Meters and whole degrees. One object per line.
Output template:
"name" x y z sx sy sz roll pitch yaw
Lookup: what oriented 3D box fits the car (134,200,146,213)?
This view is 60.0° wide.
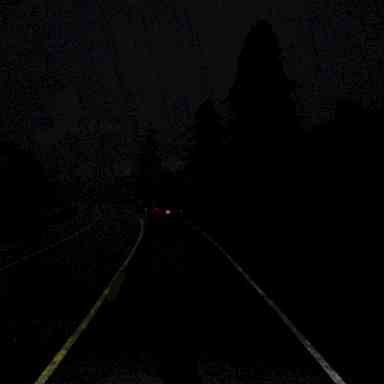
"car" -6.165 1.810 42.166 1.837 1.490 4.892 0 -1 -16

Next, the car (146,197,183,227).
"car" -2.025 1.403 24.577 2.150 2.045 5.566 0 0 -10
